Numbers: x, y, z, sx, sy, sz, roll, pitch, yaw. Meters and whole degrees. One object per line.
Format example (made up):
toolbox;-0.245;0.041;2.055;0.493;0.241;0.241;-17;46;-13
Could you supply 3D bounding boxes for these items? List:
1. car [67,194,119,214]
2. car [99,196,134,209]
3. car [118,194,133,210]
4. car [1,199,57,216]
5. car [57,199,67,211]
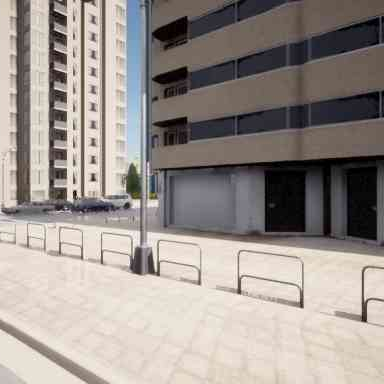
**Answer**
car;-10.608;1.406;35.900;2.097;1.767;4.553;0;0;39
car;-10.711;1.407;47.271;2.097;1.767;4.553;0;0;39
car;-10.133;1.277;42.399;2.150;2.045;5.566;0;0;39
car;-16.767;1.656;34.075;1.895;1.301;4.718;0;0;38
car;-16.816;1.560;39.632;1.837;1.490;4.892;0;0;39
